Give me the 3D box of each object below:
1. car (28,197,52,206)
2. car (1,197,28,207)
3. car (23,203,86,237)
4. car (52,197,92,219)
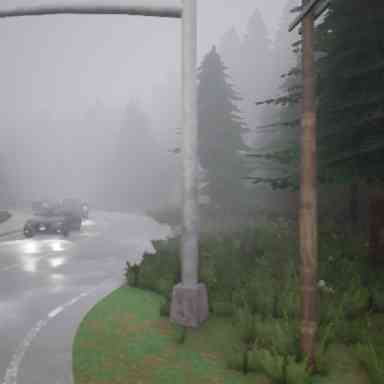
[{"bbox_3d":[-15.407,1.308,35.345,2.097,1.767,4.553,0,0,-41],"label":"car"},{"bbox_3d":[-25.798,1.467,48.791,4.892,1.490,1.837,0,0,26],"label":"car"},{"bbox_3d":[-7.207,1.525,17.553,1.994,1.385,4.181,0,0,-6],"label":"car"},{"bbox_3d":[-9.980,1.303,27.438,2.097,1.767,4.553,0,0,-28],"label":"car"}]
